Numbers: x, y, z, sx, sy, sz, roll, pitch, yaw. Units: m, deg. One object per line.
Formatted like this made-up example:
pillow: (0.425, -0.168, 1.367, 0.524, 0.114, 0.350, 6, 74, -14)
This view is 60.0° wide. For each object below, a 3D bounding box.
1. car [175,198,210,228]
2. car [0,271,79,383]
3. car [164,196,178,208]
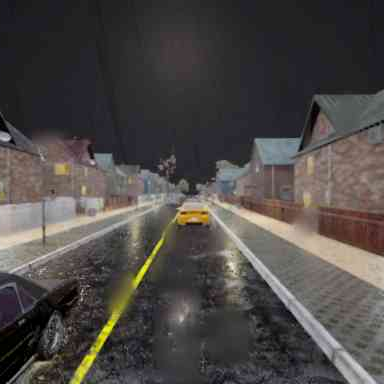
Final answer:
car: (0.111, 1.394, 21.423, 1.882, 1.535, 5.008, 0, 0, 0)
car: (-2.748, 1.588, 3.109, 1.895, 1.301, 4.718, 0, 0, 0)
car: (-2.722, 1.354, 45.157, 1.837, 1.490, 4.892, 0, 0, 0)
